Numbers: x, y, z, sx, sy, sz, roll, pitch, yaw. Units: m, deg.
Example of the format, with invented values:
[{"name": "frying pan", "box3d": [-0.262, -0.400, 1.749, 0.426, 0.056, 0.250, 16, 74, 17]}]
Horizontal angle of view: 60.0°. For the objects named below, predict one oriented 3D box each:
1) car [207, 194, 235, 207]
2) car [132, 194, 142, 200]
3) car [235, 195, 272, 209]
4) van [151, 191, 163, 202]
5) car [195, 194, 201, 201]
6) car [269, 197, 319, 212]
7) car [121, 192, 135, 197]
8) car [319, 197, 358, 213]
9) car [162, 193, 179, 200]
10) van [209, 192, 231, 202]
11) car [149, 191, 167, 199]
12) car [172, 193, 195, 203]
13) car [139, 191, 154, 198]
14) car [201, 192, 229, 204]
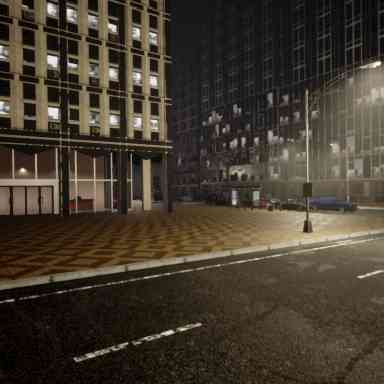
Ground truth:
[{"name": "car", "box3d": [4.394, 1.318, 44.716, 1.947, 1.339, 4.313, -1, 1, -35]}, {"name": "car", "box3d": [-11.683, 1.038, 68.147, 2.008, 1.369, 4.403, 0, 1, -35]}, {"name": "car", "box3d": [7.570, 1.387, 40.003, 1.802, 1.307, 4.206, -1, 1, -35]}, {"name": "van", "box3d": [-5.233, 0.936, 58.784, 1.690, 1.788, 3.998, 0, 1, -35]}, {"name": "car", "box3d": [1.668, 1.042, 63.539, 1.802, 1.307, 4.206, -1, 1, -35]}, {"name": "car", "box3d": [10.781, 1.423, 35.310, 1.947, 1.339, 4.313, -1, 1, -35]}, {"name": "car", "box3d": [-17.678, 0.687, 91.621, 2.008, 1.369, 4.403, 0, 1, -35]}, {"name": "car", "box3d": [14.577, 1.316, 34.577, 1.882, 1.535, 5.008, -1, 1, -35]}, {"name": "car", "box3d": [-4.781, 0.934, 72.900, 1.802, 1.307, 4.206, 0, 1, -35]}, {"name": "van", "box3d": [4.891, 0.854, 58.855, 1.690, 1.788, 3.998, -1, 1, -35]}, {"name": "car", "box3d": [-8.005, 0.613, 77.577, 2.192, 1.841, 5.009, 0, 1, -35]}, {"name": "car", "box3d": [-1.925, 1.097, 58.629, 1.812, 1.442, 4.674, -1, 1, -34]}, {"name": "car", "box3d": [-11.230, 0.685, 82.259, 1.967, 1.590, 4.097, 0, 1, -35]}, {"name": "car", "box3d": [3.877, 1.019, 50.124, 2.097, 1.767, 4.553, -1, 1, -34]}]
